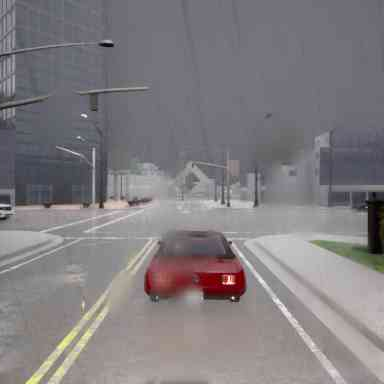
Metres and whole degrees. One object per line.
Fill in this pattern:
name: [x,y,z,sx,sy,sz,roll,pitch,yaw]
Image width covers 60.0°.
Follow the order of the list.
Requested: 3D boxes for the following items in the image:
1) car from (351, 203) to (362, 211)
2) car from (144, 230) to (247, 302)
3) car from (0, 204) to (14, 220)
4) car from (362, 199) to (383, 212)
car: [20.976,1.498,37.637,5.357,1.411,2.033,0,0,-1]
car: [0.070,1.601,8.214,1.895,1.301,4.718,0,0,0]
car: [-17.340,1.339,26.613,5.566,2.045,2.150,-1,0,0]
car: [20.961,1.496,34.128,5.357,1.411,2.033,0,0,-1]
